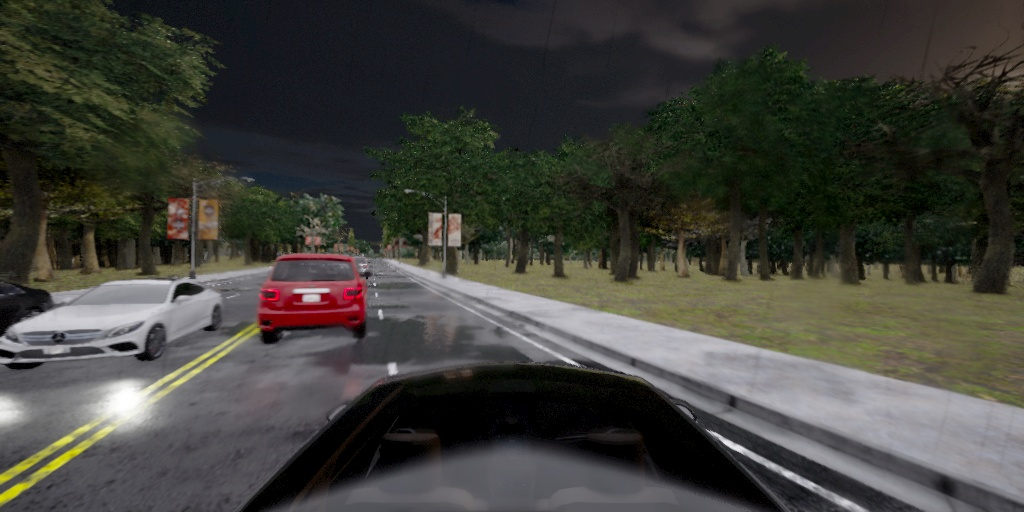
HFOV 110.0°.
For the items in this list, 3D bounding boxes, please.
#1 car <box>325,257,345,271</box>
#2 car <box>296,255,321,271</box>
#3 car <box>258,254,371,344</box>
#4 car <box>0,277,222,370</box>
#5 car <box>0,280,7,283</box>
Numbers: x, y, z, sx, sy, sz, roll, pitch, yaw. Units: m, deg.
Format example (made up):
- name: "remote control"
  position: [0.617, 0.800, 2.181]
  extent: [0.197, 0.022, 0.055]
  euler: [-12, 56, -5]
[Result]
- name: "car"
  position: [-24.591, 1.121, 50.079]
  extent: [2.097, 1.767, 4.553]
  euler: [1, 0, -21]
- name: "car"
  position: [-27.595, 0.957, 48.843]
  extent: [2.150, 2.045, 5.566]
  euler: [1, 0, -21]
- name: "car"
  position: [-5.165, 0.979, 9.947]
  extent: [2.150, 2.045, 5.566]
  euler: [1, -1, -22]
- name: "car"
  position: [-8.036, 1.223, 7.825]
  extent: [1.812, 1.442, 4.674]
  euler: [1, -1, -22]
- name: "car"
  position: [-10.927, 1.135, 6.304]
  extent: [2.128, 1.511, 4.902]
  euler: [1, -1, -22]
